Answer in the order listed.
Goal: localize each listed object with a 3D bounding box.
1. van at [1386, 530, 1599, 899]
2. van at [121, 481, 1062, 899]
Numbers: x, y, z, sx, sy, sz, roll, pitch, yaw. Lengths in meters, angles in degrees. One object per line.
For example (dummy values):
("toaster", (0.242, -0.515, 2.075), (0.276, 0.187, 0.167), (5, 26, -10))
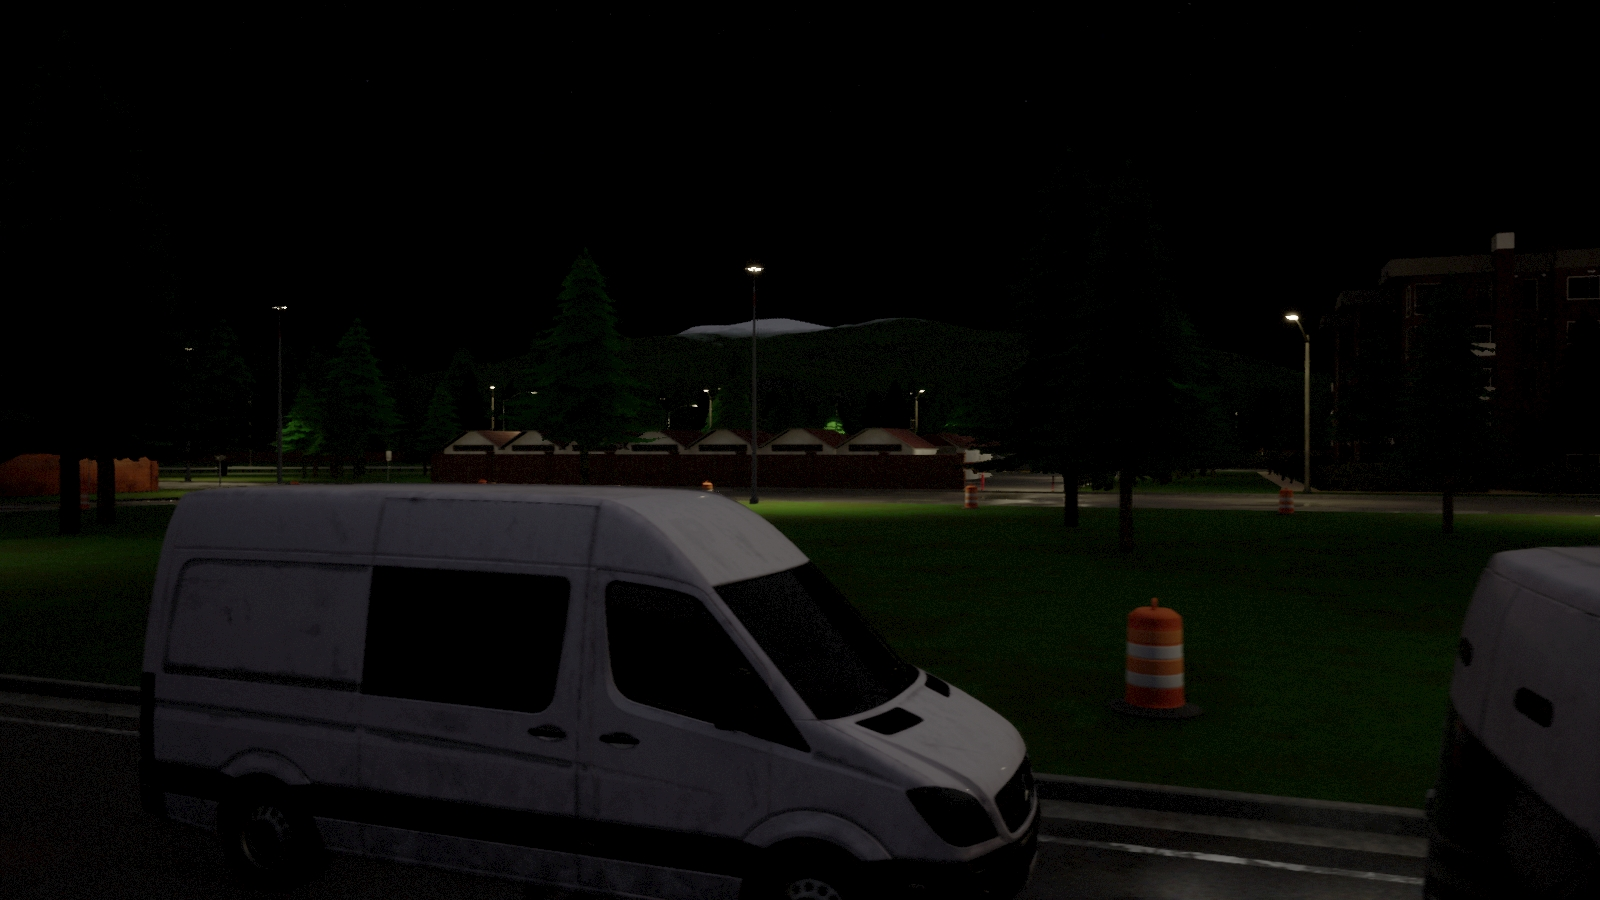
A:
("van", (4.325, 1.535, 1.729), (5.915, 2.561, 1.988), (0, 0, 20))
("van", (-1.410, 1.534, 7.541), (5.915, 2.561, 1.988), (0, 0, 20))
